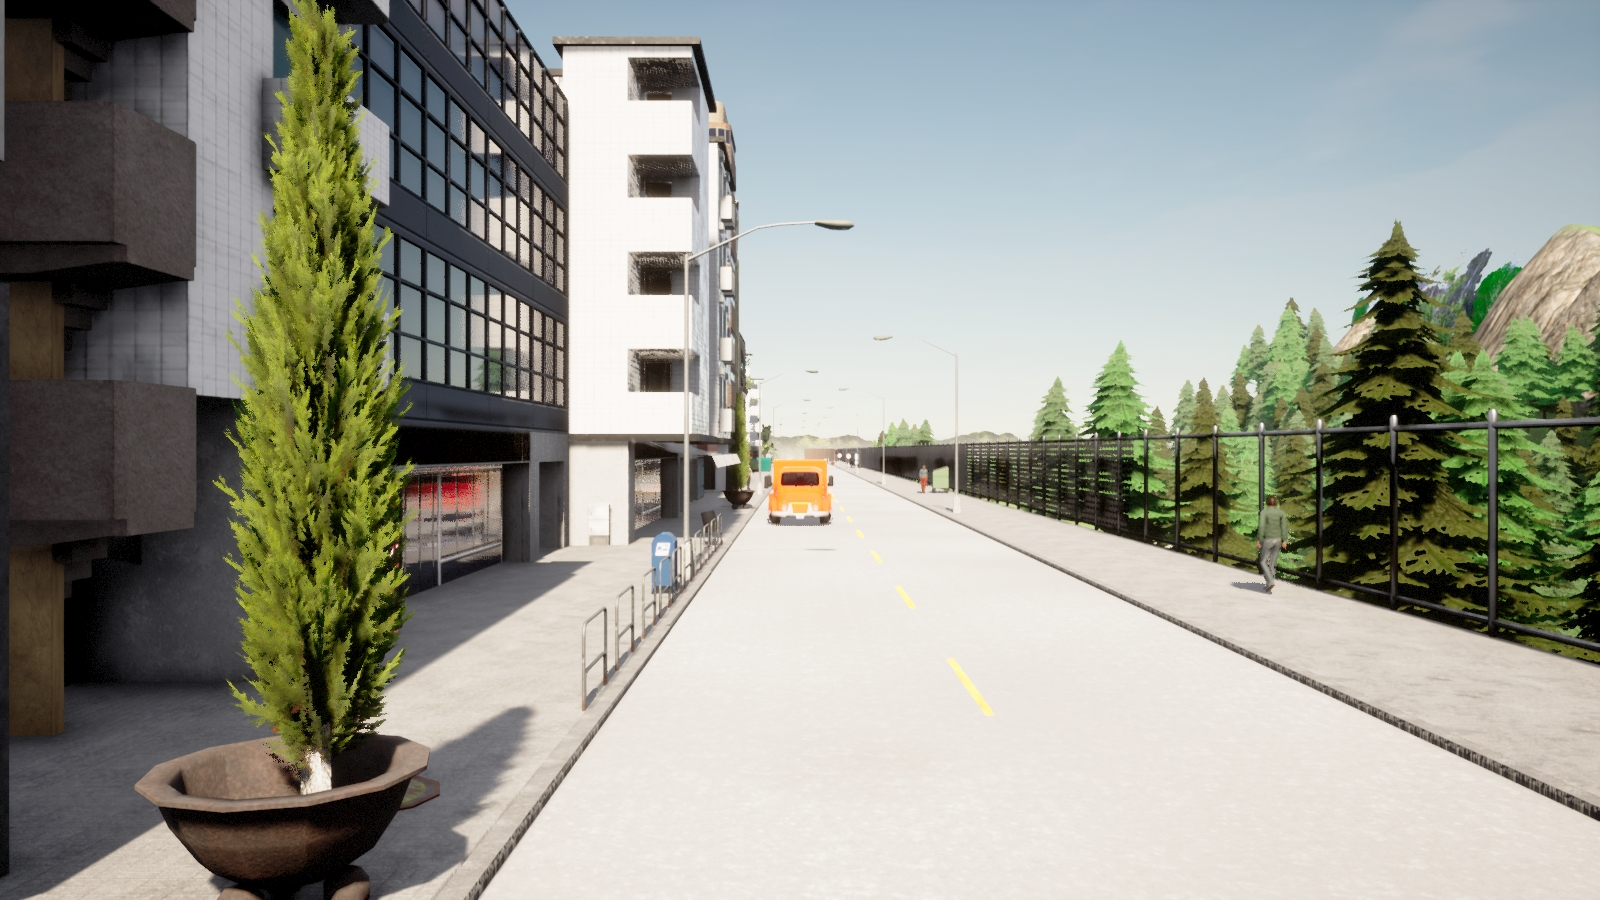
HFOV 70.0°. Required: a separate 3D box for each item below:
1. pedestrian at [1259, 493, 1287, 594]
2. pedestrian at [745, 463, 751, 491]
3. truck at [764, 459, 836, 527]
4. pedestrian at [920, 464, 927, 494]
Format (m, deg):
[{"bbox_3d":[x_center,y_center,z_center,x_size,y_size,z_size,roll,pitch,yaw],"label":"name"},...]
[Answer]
[{"bbox_3d":[8.894,1.753,21.495,0.375,1.860,0.375,0,0,-3],"label":"pedestrian"},{"bbox_3d":[-3.414,1.773,75.361,0.375,1.860,0.375,0,0,0],"label":"pedestrian"},{"bbox_3d":[0.001,1.585,44.300,2.627,2.467,5.204,0,0,0],"label":"truck"},{"bbox_3d":[7.665,1.772,70.761,0.375,1.860,0.375,0,0,0],"label":"pedestrian"}]
